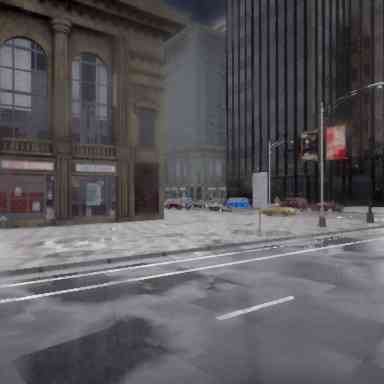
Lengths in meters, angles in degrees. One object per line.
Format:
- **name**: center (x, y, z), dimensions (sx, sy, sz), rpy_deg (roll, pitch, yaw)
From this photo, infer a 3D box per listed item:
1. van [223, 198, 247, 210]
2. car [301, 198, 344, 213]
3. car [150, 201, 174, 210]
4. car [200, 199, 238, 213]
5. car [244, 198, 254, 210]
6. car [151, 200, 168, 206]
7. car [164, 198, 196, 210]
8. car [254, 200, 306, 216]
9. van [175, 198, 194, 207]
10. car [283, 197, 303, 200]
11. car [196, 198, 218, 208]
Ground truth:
- **van**: center (7.274, 1.832, 52.965), dimensions (1.690, 1.788, 3.998), rpy_deg (-1, 0, -35)
- **car**: center (16.099, 1.828, 40.511), dimensions (1.887, 1.381, 4.507), rpy_deg (-1, 0, -35)
- **car**: center (-5.002, 2.195, 55.503), dimensions (1.887, 1.381, 4.507), rpy_deg (-1, 0, -35)
- **car**: center (3.483, 2.003, 43.551), dimensions (2.008, 1.369, 4.403), rpy_deg (-1, 0, -35)
- **car**: center (10.220, 2.004, 48.814), dimensions (1.802, 1.307, 4.206), rpy_deg (-1, 0, -35)
- **car**: center (-7.164, 2.407, 73.277), dimensions (1.802, 1.307, 4.206), rpy_deg (-1, 0, -35)
- **car**: center (-2.179, 1.900, 51.519), dimensions (2.192, 1.841, 5.009), rpy_deg (-1, 0, -35)
- **car**: center (9.238, 1.842, 35.445), dimensions (1.752, 1.417, 4.829), rpy_deg (-1, 0, -35)
- **van**: center (-1.546, 2.037, 65.420), dimensions (1.690, 1.788, 3.998), rpy_deg (-1, 0, -35)
- **car**: center (13.154, 1.668, 44.663), dimensions (2.192, 1.841, 5.009), rpy_deg (-1, 0, -35)
- **car**: center (1.630, 2.078, 56.134), dimensions (2.128, 1.511, 4.902), rpy_deg (0, -1, -35)
